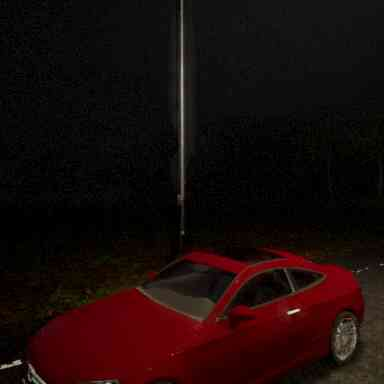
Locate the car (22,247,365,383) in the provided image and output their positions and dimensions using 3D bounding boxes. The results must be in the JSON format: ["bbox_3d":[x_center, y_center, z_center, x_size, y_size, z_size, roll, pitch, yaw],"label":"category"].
[{"bbox_3d":[0.424,1.524,4.296,4.674,1.442,1.812,0,0,-36],"label":"car"}]
